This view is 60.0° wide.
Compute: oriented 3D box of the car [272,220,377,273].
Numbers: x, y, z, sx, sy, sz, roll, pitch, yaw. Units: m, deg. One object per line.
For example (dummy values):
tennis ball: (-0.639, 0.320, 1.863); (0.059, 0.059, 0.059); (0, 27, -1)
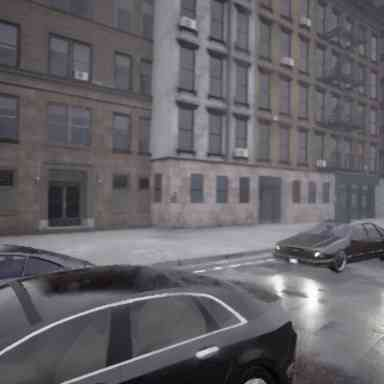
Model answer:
car: (5.162, 1.679, 11.371); (5.357, 1.411, 2.033); (1, -1, -36)

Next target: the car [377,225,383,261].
car: (7.174, 1.485, 8.809); (4.553, 1.767, 2.097); (1, -1, -35)

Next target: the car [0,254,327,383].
car: (-1.128, 1.514, 2.878); (4.892, 1.490, 1.837); (1, -1, -35)

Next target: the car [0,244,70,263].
car: (-3.429, 1.566, 5.238); (4.181, 1.385, 1.994); (1, -1, -35)
